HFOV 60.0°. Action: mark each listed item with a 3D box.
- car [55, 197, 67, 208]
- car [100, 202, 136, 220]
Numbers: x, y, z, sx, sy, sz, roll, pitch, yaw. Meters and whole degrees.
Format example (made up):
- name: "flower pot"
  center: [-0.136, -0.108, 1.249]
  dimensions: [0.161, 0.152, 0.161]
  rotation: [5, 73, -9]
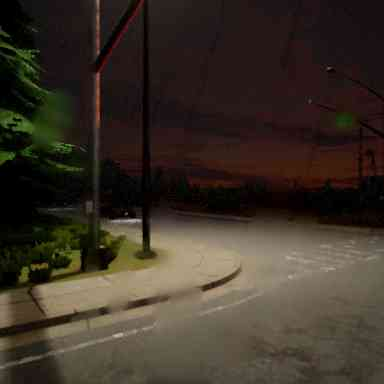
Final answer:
- name: "car"
  center: [-19.284, 1.521, 47.485]
  dimensions: [1.837, 1.490, 4.892]
  rotation: [0, 0, -34]
- name: "car"
  center: [-6.378, 1.576, 28.400]
  dimensions: [1.994, 1.385, 4.181]
  rotation: [0, 0, -34]
